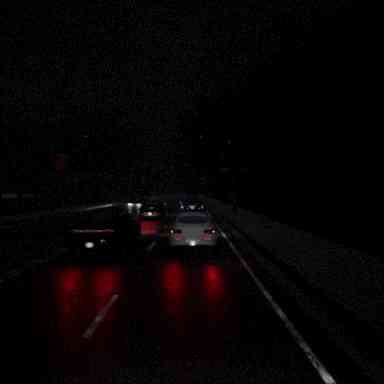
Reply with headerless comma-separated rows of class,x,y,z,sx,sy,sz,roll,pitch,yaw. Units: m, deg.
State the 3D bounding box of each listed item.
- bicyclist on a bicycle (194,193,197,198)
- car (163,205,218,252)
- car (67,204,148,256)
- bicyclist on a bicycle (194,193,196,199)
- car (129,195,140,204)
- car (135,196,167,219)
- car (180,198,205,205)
bicyclist on a bicycle,0.874,1.082,83.801,0.659,1.776,1.843,0,0,0
car,0.043,1.474,13.534,1.812,1.442,4.674,0,0,0
car,-3.211,1.443,12.897,2.128,1.511,4.902,0,0,0
bicyclist on a bicycle,0.872,1.056,92.802,0.659,1.776,1.843,0,0,0
car,-9.815,1.312,58.108,1.812,1.442,4.674,0,0,1
car,-3.215,1.400,27.912,1.837,1.490,4.892,0,1,0
car,0.037,1.245,27.846,2.097,1.767,4.553,0,0,0
